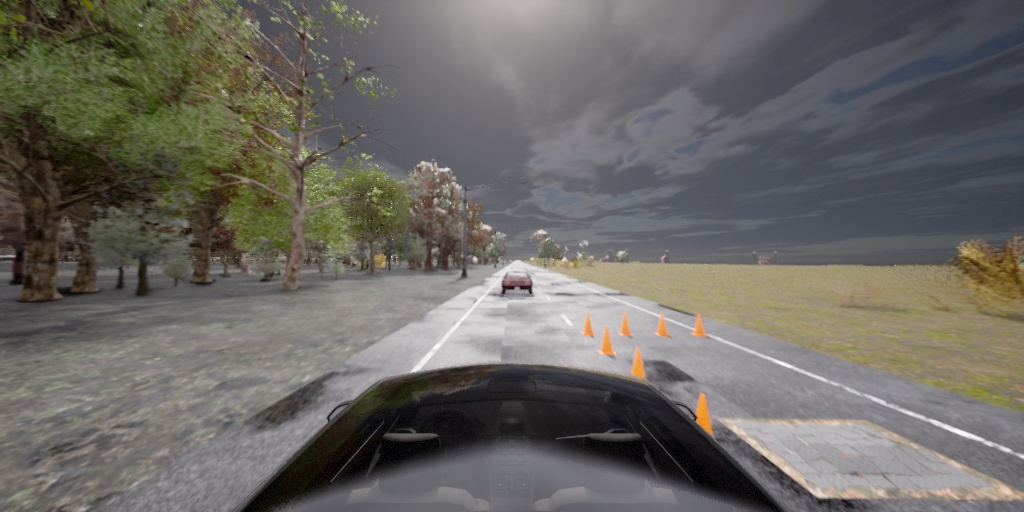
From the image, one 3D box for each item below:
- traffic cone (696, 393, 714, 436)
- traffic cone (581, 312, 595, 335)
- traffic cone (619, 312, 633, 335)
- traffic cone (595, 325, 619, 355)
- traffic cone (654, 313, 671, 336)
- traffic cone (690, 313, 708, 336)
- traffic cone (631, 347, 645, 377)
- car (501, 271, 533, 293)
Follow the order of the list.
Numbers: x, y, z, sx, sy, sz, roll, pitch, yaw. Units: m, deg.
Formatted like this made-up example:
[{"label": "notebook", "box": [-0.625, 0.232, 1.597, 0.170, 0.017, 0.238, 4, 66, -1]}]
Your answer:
[{"label": "traffic cone", "box": [2.003, 1.746, 3.766, 0.340, 0.580, 0.340, 0, 0, 1]}, {"label": "traffic cone", "box": [2.075, 1.825, 9.766, 0.340, 0.580, 0.340, 0, 0, 1]}, {"label": "traffic cone", "box": [3.075, 1.831, 9.754, 0.340, 0.580, 0.340, 0, 0, 1]}, {"label": "traffic cone", "box": [2.051, 1.798, 7.766, 0.340, 0.580, 0.340, 0, 0, 1]}, {"label": "traffic cone", "box": [4.075, 1.838, 9.742, 0.340, 0.580, 0.340, 0, 0, 1]}, {"label": "traffic cone", "box": [5.075, 1.845, 9.730, 0.340, 0.580, 0.340, 0, 0, 1]}, {"label": "traffic cone", "box": [2.027, 1.772, 5.766, 0.340, 0.580, 0.340, 0, 0, 1]}, {"label": "car", "box": [0.329, 1.633, 23.133, 1.895, 1.301, 4.718, 0, -1, 1]}]
